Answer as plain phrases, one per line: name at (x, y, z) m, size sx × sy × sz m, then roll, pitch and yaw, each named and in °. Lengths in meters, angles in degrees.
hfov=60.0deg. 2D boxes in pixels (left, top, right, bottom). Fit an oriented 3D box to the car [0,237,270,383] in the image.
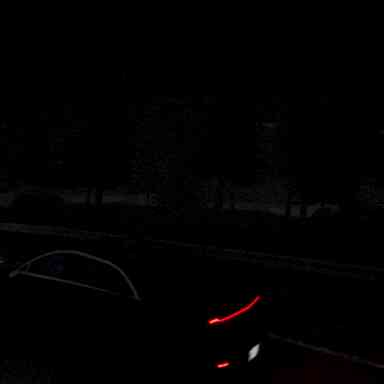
car at (-1.326, 1.438, 4.906) m, size 4.902 × 1.511 × 2.128 m, roll 1°, pitch 1°, yaw 35°
